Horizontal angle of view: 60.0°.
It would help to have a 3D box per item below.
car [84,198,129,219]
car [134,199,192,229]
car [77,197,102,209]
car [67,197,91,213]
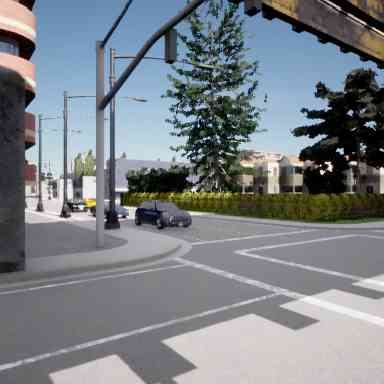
[{"bbox_3d":[-7.434,1.547,29.457,2.033,1.411,5.357,0,0,-35],"label":"car"},{"bbox_3d":[-1.959,1.352,21.679,2.097,1.767,4.553,0,0,-35],"label":"car"},{"bbox_3d":[-14.061,1.478,45.323,1.882,1.535,5.008,0,0,-34],"label":"car"},{"bbox_3d":[-13.292,1.492,37.809,2.128,1.511,4.902,0,0,-35],"label":"car"}]
